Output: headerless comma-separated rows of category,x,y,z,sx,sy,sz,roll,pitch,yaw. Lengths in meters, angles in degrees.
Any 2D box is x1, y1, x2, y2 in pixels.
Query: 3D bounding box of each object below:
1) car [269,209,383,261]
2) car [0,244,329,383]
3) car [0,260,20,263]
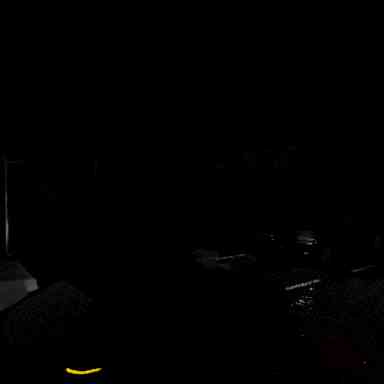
car,4.840,1.399,11.718,5.008,1.535,1.882,-1,0,-35
car,-0.821,1.517,3.387,4.674,1.442,1.812,-1,0,-35
car,-4.920,1.611,4.783,4.718,1.301,1.895,-1,0,-35
